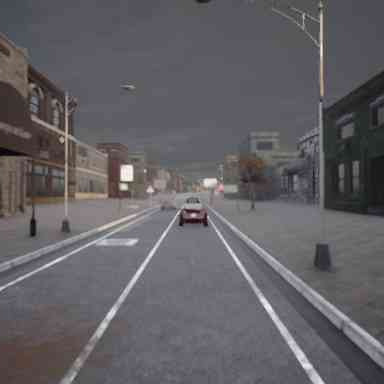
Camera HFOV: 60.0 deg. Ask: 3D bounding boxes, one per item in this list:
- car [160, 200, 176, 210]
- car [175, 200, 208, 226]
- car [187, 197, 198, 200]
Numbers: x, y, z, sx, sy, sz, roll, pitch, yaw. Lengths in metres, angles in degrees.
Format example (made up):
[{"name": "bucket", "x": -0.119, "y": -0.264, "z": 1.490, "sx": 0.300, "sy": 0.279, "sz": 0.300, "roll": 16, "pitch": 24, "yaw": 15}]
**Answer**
[{"name": "car", "x": -3.085, "y": 1.682, "z": 43.719, "sx": 1.895, "sy": 1.301, "sz": 4.718, "roll": 0, "pitch": 0, "yaw": 0}, {"name": "car", "x": 0.100, "y": 1.574, "z": 24.197, "sx": 2.163, "sy": 1.488, "sz": 4.792, "roll": 0, "pitch": 0, "yaw": 0}, {"name": "car", "x": 0.097, "y": 1.485, "z": 42.041, "sx": 2.033, "sy": 1.649, "sz": 4.856, "roll": 0, "pitch": -1, "yaw": 0}]
